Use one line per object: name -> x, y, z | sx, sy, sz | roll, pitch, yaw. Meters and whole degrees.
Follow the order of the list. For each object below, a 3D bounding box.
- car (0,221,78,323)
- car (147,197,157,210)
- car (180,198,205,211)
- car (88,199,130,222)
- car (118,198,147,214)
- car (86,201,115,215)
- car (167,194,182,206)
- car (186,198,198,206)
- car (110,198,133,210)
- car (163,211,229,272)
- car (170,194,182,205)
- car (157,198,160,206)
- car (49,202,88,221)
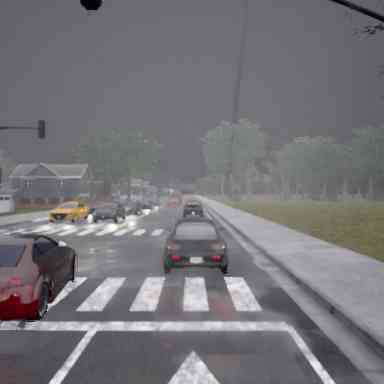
car -> -3.791, 1.590, 7.180 | 1.994, 1.385, 4.181 | 0, 0, -9
car -> -6.531, 1.705, 46.329 | 1.994, 1.385, 4.181 | 0, 0, 1
car -> 0.113, 1.607, 31.944 | 1.837, 1.490, 4.892 | 0, 0, 0
car -> -6.584, 1.592, 26.952 | 1.837, 1.490, 4.892 | 0, 0, 0
car -> -6.576, 1.605, 36.325 | 2.128, 1.511, 4.902 | 0, 0, 0
car -> -9.819, 1.677, 36.148 | 1.994, 1.385, 4.181 | 0, 0, 1
car -> -3.228, 1.524, 57.543 | 2.097, 1.767, 4.553 | 0, 0, 0
car -> 0.035, 1.740, 58.831 | 1.994, 1.385, 4.181 | 0, 0, 0
car -> -9.775, 1.633, 46.526 | 2.128, 1.511, 4.902 | 0, 0, 1
car -> 0.107, 1.564, 10.753 | 1.812, 1.442, 4.674 | 0, 0, 0
car -> -3.224, 1.434, 67.607 | 2.150, 2.045, 5.566 | 0, 0, 0
car -> -6.491, 1.674, 56.716 | 1.837, 1.490, 4.892 | 0, 0, 1
car -> -9.840, 1.565, 26.996 | 1.882, 1.535, 5.008 | 0, 0, -1
